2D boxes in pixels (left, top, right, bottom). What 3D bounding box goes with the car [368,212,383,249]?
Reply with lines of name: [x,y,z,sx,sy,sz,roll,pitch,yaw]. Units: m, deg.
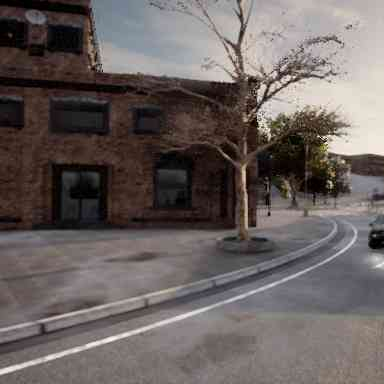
car: [8.847,1.581,14.374,2.033,1.411,5.357,0,0,32]
